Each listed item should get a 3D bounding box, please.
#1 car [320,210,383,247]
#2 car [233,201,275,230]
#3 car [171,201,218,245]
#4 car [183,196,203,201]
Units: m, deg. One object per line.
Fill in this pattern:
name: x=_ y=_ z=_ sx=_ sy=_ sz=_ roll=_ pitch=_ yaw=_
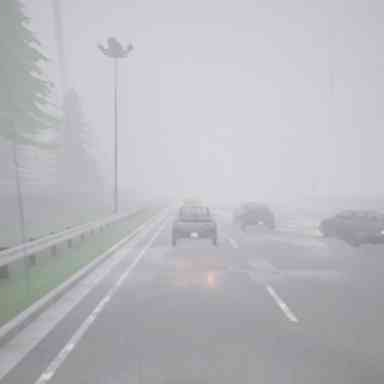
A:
car: x=7.097 y=1.438 z=14.236 sx=1.994 sy=1.385 sz=4.181 roll=0 pitch=1 yaw=0
car: x=3.597 y=1.330 z=19.778 sx=1.837 sy=1.490 sz=4.892 roll=0 pitch=1 yaw=0
car: x=0.098 y=1.361 z=14.751 sx=2.128 sy=1.511 sz=4.902 roll=0 pitch=1 yaw=0
car: x=0.092 y=1.180 z=33.643 sx=1.882 sy=1.535 sz=5.008 roll=0 pitch=1 yaw=0
